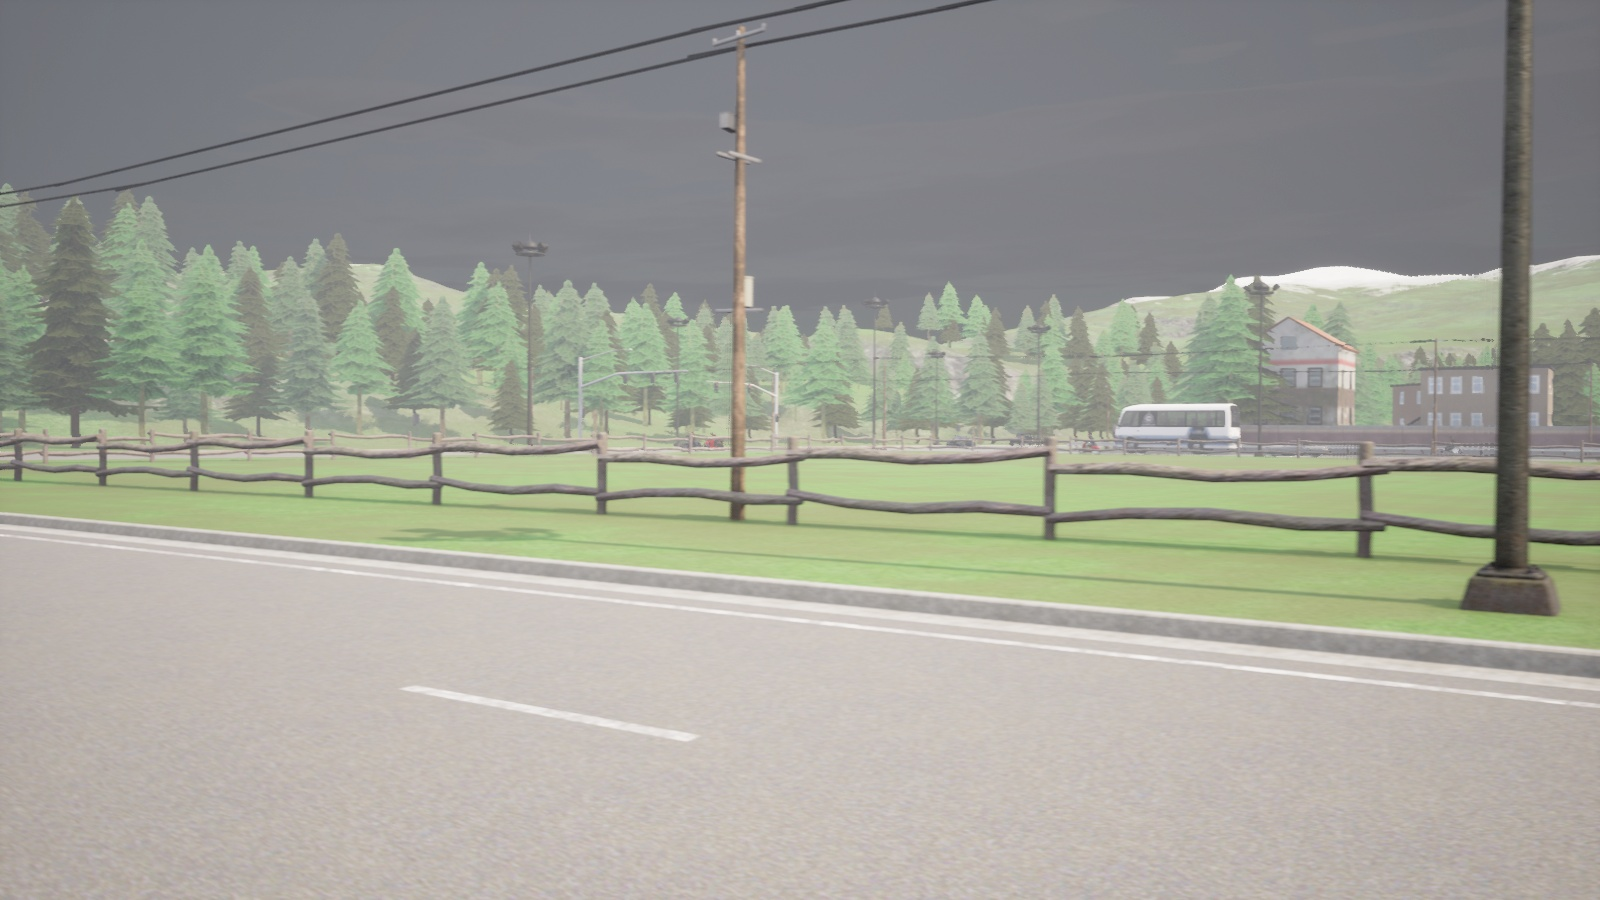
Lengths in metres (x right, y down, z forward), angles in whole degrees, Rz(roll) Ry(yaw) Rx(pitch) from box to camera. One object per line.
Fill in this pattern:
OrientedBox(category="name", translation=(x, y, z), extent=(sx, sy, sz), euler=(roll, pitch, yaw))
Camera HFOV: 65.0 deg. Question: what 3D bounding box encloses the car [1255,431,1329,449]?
OrientedBox(category="car", translation=(35.942, -0.720, 91.756), extent=(4.718, 1.301, 1.895), euler=(0, 1, 34))
